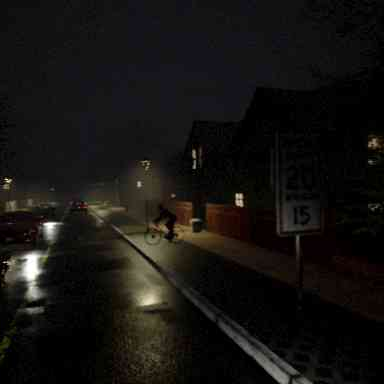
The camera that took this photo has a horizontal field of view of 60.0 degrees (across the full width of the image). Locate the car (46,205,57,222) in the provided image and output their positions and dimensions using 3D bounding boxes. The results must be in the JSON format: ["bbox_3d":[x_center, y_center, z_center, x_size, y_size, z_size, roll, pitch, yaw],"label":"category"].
[{"bbox_3d":[-12.666,1.810,28.475,1.994,1.385,4.181,-2,0,-20],"label":"car"}]

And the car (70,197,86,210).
[{"bbox_3d":[-16.711,1.641,48.718,2.097,1.767,4.553,-2,0,-20],"label":"car"}]

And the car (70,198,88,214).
[{"bbox_3d":[-13.194,1.773,38.780,2.033,1.411,5.357,-2,0,-19],"label":"car"}]

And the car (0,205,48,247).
[{"bbox_3d":[-8.212,1.646,15.818,1.882,1.535,5.008,-2,0,-20],"label":"car"}]

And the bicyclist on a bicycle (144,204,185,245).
[{"bbox_3d":[-1.087,1.283,13.187,1.656,1.620,0.582,-2,1,-19],"label":"bicyclist on a bicycle"}]

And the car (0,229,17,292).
[{"bbox_3d":[-4.820,1.709,6.229,1.895,1.301,4.718,-2,0,-19],"label":"car"}]
